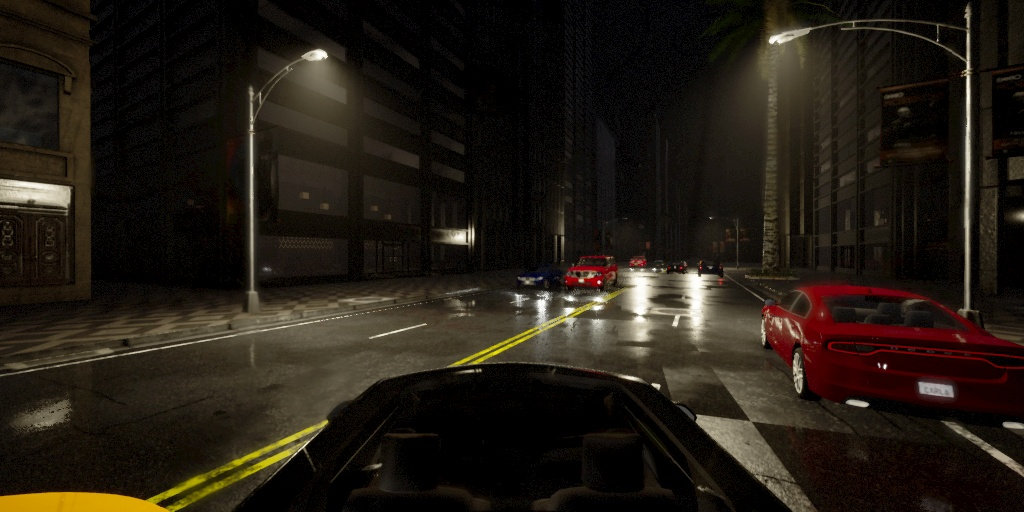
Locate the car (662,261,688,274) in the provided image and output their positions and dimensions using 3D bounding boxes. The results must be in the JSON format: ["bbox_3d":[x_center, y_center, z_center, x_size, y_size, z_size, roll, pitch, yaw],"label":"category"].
[{"bbox_3d":[18.671,1.316,40.794,2.033,1.411,5.357,0,0,27],"label":"car"}]

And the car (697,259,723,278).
[{"bbox_3d":[19.308,1.117,34.971,2.097,1.767,4.553,0,0,27],"label":"car"}]

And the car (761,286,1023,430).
[{"bbox_3d":[5.517,1.228,5.902,1.882,1.535,5.008,0,0,27],"label":"car"}]

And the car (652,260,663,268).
[{"bbox_3d":[24.333,1.353,59.226,1.994,1.385,4.181,0,0,28],"label":"car"}]

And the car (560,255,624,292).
[{"bbox_3d":[5.001,0.975,21.795,2.150,2.045,5.566,0,0,27],"label":"car"}]

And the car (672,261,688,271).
[{"bbox_3d":[23.563,1.379,50.290,1.895,1.301,4.718,0,0,27],"label":"car"}]

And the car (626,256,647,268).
[{"bbox_3d":[21.334,1.009,60.500,2.150,2.045,5.566,0,0,28],"label":"car"}]

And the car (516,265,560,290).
[{"bbox_3d":[1.961,1.279,22.990,1.812,1.442,4.674,0,0,27],"label":"car"}]
